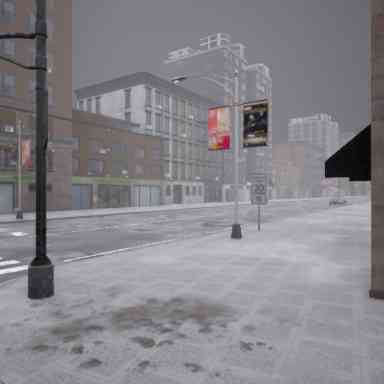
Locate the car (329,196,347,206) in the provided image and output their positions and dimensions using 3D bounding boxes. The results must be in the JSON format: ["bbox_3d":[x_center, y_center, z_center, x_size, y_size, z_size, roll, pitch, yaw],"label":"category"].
[{"bbox_3d":[22.651,1.376,51.518,2.033,1.411,5.357,0,0,34],"label":"car"}]
